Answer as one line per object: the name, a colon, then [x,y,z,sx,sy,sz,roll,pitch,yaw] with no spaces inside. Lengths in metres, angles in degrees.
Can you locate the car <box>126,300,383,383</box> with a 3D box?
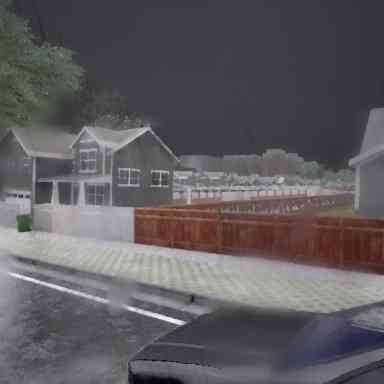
car: [1.949,1.531,2.172,5.357,1.411,2.033,0,0,36]
